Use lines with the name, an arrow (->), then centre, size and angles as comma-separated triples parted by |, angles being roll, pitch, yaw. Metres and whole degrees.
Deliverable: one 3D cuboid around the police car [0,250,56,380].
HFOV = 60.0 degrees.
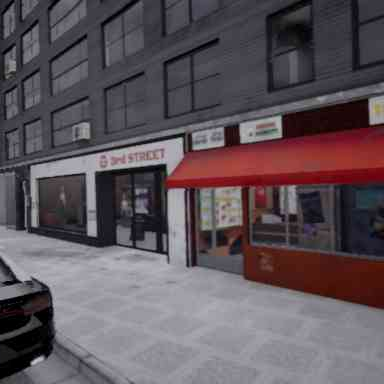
police car -> -3.922, 1.446, 5.087 | 5.238, 1.638, 1.930 | -1, 1, 45
